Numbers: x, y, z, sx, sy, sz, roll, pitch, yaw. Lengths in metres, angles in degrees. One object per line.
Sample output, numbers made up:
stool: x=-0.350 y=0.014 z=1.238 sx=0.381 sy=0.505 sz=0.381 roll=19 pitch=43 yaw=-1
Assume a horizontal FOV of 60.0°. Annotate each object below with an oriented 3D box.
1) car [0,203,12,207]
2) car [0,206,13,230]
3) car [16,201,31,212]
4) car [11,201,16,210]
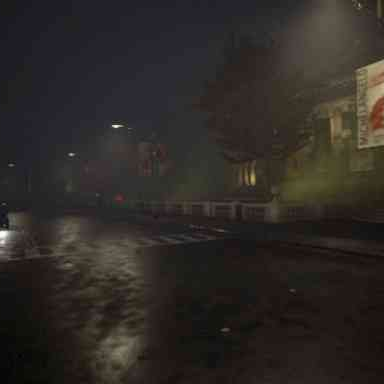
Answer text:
car: x=-19.548 y=2.137 z=33.263 sx=2.033 sy=1.411 sz=5.357 roll=-1 pitch=0 yaw=-31
car: x=-14.371 y=1.996 z=24.172 sx=1.994 sy=1.385 sz=4.181 roll=-1 pitch=0 yaw=-29
car: x=-27.918 y=2.216 z=53.331 sx=4.553 sy=1.767 sz=2.097 roll=-1 pitch=0 yaw=32
car: x=-29.115 y=2.371 z=49.929 sx=4.902 sy=1.511 sz=2.128 roll=-2 pitch=0 yaw=36
